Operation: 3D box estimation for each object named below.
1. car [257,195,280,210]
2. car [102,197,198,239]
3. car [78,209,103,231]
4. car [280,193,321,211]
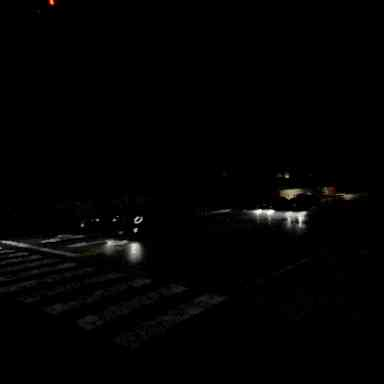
[{"bbox_3d":[8.232,1.015,33.701,1.994,1.385,4.181,-1,1,40],"label":"car"},{"bbox_3d":[-1.771,1.195,16.555,2.097,1.767,4.553,-1,0,40],"label":"car"},{"bbox_3d":[-4.055,1.373,18.891,2.128,1.511,4.902,-1,1,40],"label":"car"},{"bbox_3d":[10.706,0.894,31.594,2.128,1.511,4.902,-1,1,40],"label":"car"}]
